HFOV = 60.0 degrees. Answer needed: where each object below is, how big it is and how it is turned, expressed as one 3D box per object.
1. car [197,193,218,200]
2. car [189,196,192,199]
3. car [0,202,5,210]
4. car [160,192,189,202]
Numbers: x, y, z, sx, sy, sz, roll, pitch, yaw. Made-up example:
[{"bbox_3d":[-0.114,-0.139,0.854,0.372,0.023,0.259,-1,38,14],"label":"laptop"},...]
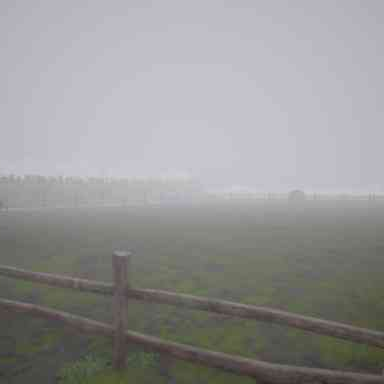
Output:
[{"bbox_3d":[3.067,0.822,63.838,1.895,1.301,4.718,-1,0,35],"label":"car"},{"bbox_3d":[-2.103,0.892,61.296,1.895,1.301,4.718,-1,0,35],"label":"car"},{"bbox_3d":[-20.190,1.058,31.007,1.882,1.535,5.008,-1,0,35],"label":"car"},{"bbox_3d":[-3.210,0.810,54.896,2.128,1.511,4.902,-1,0,36],"label":"car"}]
